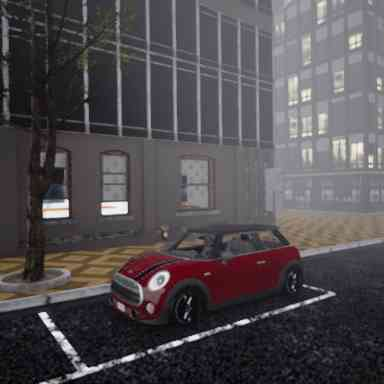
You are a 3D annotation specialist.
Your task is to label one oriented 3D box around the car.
[{"bbox_3d":[0.401,1.440,6.871,4.097,1.590,1.967,0,-1,-36],"label":"car"}]
